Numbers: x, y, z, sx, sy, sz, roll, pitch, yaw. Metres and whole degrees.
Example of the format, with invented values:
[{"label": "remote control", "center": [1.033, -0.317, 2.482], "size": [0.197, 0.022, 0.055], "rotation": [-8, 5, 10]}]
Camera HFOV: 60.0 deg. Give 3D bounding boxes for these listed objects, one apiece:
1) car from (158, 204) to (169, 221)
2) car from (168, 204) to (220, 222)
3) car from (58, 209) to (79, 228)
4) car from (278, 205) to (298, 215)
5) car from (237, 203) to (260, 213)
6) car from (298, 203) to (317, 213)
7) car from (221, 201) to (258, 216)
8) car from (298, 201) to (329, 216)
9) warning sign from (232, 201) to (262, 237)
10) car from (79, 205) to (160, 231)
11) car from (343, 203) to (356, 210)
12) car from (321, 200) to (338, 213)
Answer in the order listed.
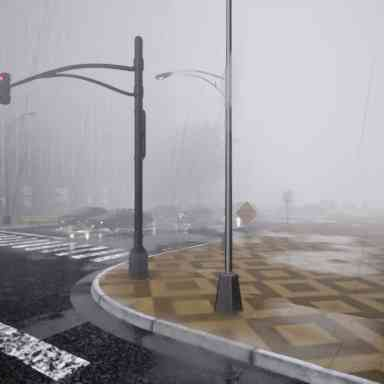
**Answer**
[{"label": "car", "center": [-2.861, 1.988, 32.905], "size": [1.837, 1.490, 4.892], "rotation": [0, -1, 33]}, {"label": "car", "center": [0.310, 1.992, 31.829], "size": [2.128, 1.511, 4.902], "rotation": [0, -1, 33]}, {"label": "car", "center": [-7.822, 1.844, 25.153], "size": [1.812, 1.442, 4.674], "rotation": [0, -1, 31]}, {"label": "car", "center": [13.571, 2.450, 46.225], "size": [1.895, 1.301, 4.718], "rotation": [0, -1, 33]}, {"label": "car", "center": [8.643, 2.388, 50.731], "size": [1.812, 1.442, 4.674], "rotation": [0, -1, 32]}, {"label": "car", "center": [19.003, 2.593, 54.792], "size": [1.994, 1.385, 4.181], "rotation": [0, -1, 33]}, {"label": "car", "center": [5.777, 2.034, 40.340], "size": [2.097, 1.767, 4.553], "rotation": [0, -1, 33]}, {"label": "car", "center": [16.241, 2.343, 44.374], "size": [2.128, 1.511, 4.902], "rotation": [0, -1, 33]}, {"label": "warning sign", "center": [3.059, 1.454, 18.575], "size": [1.300, 1.860, 1.060], "rotation": [1, 1, 33]}, {"label": "car", "center": [-4.950, 1.874, 23.625], "size": [2.033, 1.411, 5.357], "rotation": [0, -1, 33]}, {"label": "car", "center": [31.285, 2.837, 65.825], "size": [1.812, 1.442, 4.674], "rotation": [0, -1, 33]}, {"label": "car", "center": [21.758, 2.254, 53.066], "size": [2.150, 2.045, 5.566], "rotation": [0, -1, 33]}]
